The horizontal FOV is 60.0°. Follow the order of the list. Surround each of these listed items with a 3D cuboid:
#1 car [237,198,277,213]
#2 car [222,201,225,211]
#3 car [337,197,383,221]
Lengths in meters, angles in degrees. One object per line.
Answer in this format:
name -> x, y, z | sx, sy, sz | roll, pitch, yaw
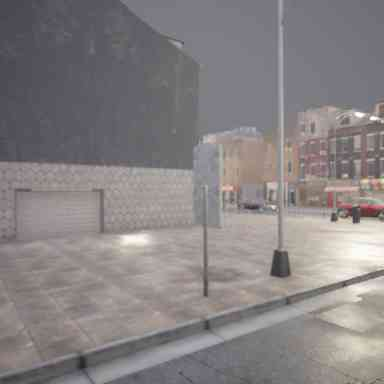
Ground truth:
car -> 6.891, 1.402, 35.555 | 2.128, 1.511, 4.902 | 0, 0, -35
car -> 1.682, 1.250, 38.538 | 2.192, 1.841, 5.009 | 0, 0, -35
car -> 13.807, 1.224, 25.777 | 2.097, 1.767, 4.553 | 0, 0, -36
